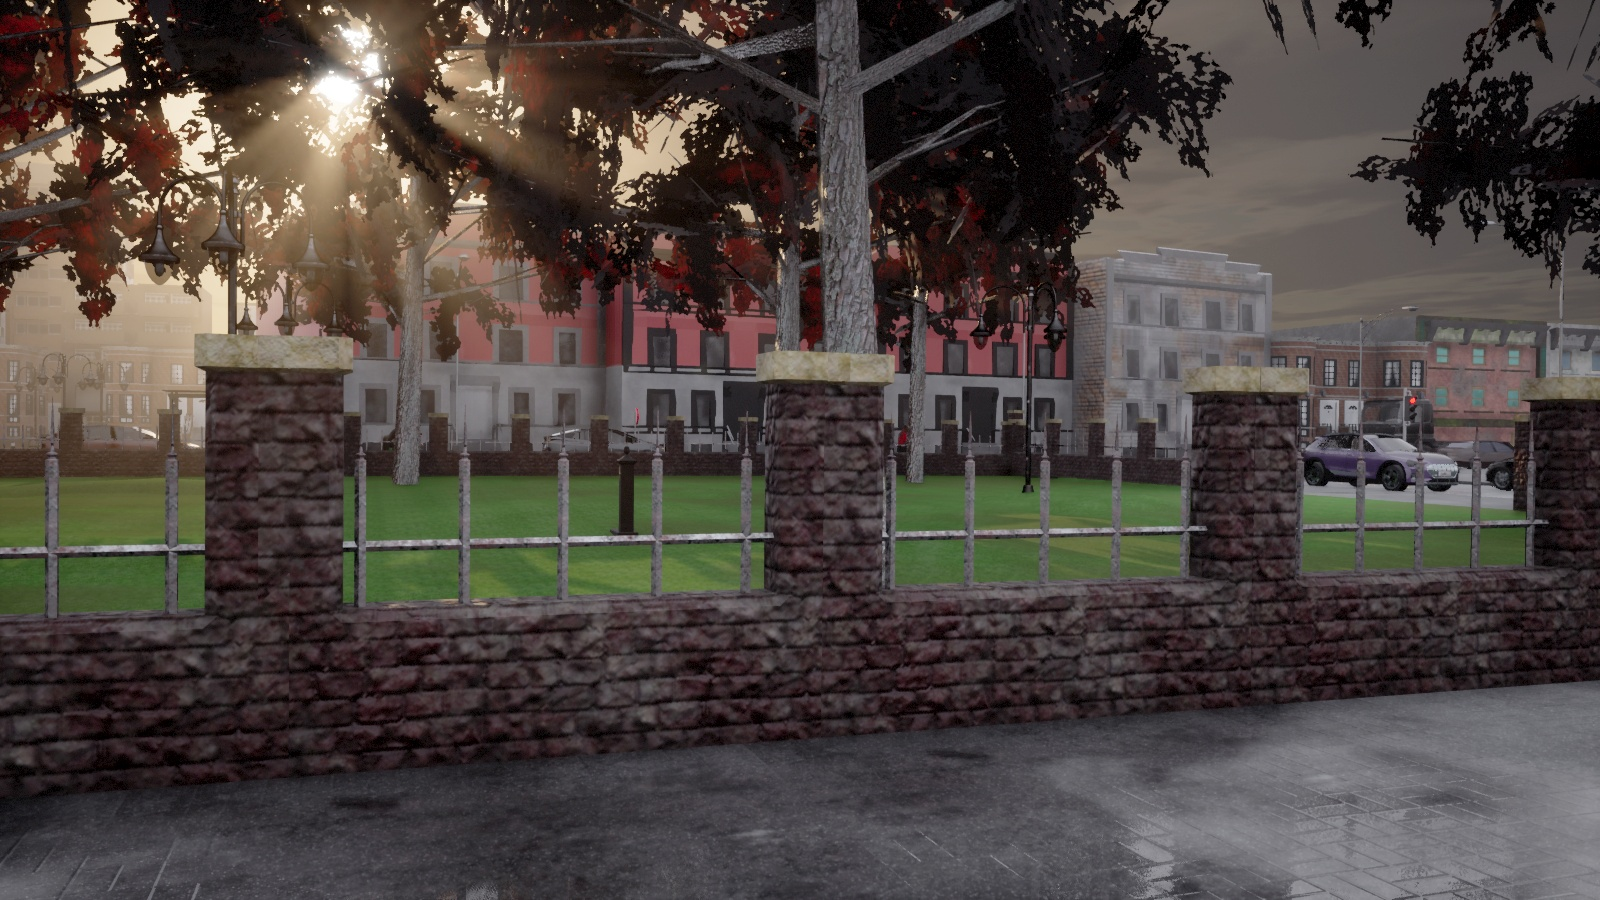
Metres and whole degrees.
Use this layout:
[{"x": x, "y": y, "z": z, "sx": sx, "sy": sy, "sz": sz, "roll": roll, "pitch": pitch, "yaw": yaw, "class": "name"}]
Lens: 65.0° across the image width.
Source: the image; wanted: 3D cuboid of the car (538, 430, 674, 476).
[{"x": -6.960, "y": 0.089, "z": 44.948, "sx": 4.514, "sy": 1.525, "sz": 2.007, "roll": -1, "pitch": 1, "yaw": -18, "class": "car"}]

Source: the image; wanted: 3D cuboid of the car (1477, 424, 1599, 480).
[{"x": 21.349, "y": 0.011, "z": 35.043, "sx": 1.816, "sy": 1.474, "sz": 4.193, "roll": -1, "pitch": 1, "yaw": -19, "class": "car"}]

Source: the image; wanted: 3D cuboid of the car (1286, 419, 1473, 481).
[{"x": 16.602, "y": -0.041, "z": 36.265, "sx": 2.033, "sy": 1.649, "sz": 4.856, "roll": -1, "pitch": 1, "yaw": -21, "class": "car"}]

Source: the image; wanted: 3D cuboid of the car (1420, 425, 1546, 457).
[{"x": 31.658, "y": -0.443, "z": 58.199, "sx": 5.357, "sy": 1.411, "sz": 2.033, "roll": -1, "pitch": 1, "yaw": -19, "class": "car"}]

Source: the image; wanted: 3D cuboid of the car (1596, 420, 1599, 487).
[{"x": 19.865, "y": 0.094, "z": 26.833, "sx": 2.007, "sy": 1.525, "sz": 4.514, "roll": -1, "pitch": 1, "yaw": -21, "class": "car"}]

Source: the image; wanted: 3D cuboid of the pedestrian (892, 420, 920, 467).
[{"x": 4.147, "y": -0.257, "z": 49.151, "sx": 0.634, "sy": 1.844, "sz": 0.899, "roll": -1, "pitch": 1, "yaw": -42, "class": "pedestrian"}]

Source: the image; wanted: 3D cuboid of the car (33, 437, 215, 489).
[{"x": -21.381, "y": 0.379, "z": 39.984, "sx": 4.792, "sy": 1.488, "sz": 2.163, "roll": -1, "pitch": 1, "yaw": -19, "class": "car"}]

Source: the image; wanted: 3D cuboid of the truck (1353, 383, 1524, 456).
[{"x": 31.763, "y": -1.543, "z": 62.450, "sx": 7.936, "sy": 3.462, "sz": 2.891, "roll": -1, "pitch": 1, "yaw": -19, "class": "truck"}]
